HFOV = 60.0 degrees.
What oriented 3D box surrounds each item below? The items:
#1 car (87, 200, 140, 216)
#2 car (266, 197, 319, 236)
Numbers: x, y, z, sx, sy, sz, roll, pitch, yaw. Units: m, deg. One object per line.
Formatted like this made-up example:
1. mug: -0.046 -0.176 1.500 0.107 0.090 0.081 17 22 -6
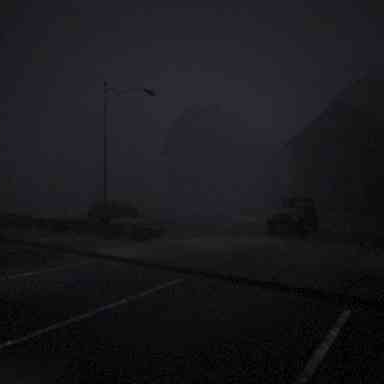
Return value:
1. car: -5.867 1.357 25.229 1.816 1.474 4.193 0 0 35
2. car: 5.565 1.252 18.057 1.905 1.878 3.866 0 0 35
